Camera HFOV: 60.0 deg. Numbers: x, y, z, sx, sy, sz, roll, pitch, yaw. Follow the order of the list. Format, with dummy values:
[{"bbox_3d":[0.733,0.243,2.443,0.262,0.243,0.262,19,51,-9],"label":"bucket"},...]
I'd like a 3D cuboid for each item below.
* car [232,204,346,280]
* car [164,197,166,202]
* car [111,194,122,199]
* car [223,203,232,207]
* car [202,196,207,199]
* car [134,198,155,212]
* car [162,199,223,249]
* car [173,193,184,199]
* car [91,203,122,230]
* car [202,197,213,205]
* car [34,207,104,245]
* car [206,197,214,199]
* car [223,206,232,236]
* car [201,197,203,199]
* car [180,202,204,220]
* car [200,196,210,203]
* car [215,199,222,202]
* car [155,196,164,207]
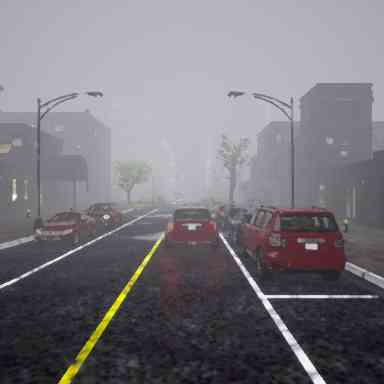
[{"bbox_3d":[2.699,1.315,9.902,2.192,1.841,5.009,1,0,0],"label":"car"},{"bbox_3d":[-5.812,1.468,61.098,1.967,1.590,4.097,0,0,0],"label":"car"},{"bbox_3d":[-19.997,1.212,84.537,4.507,1.381,1.887,1,-2,-1],"label":"car"},{"bbox_3d":[2.697,1.570,20.967,1.947,1.339,4.313,1,0,0],"label":"car"},{"bbox_3d":[2.798,1.568,45.652,2.008,1.369,4.403,0,0,0],"label":"car"},{"bbox_3d":[-5.752,1.538,39.043,1.752,1.417,4.829,1,0,0],"label":"car"},{"bbox_3d":[0.000,1.369,14.621,2.097,1.767,4.553,0,0,0],"label":"car"},{"bbox_3d":[-3.000,1.228,73.481,2.150,2.045,5.566,0,0,0],"label":"car"},{"bbox_3d":[-5.682,1.444,20.969,1.967,1.590,4.097,1,0,0],"label":"car"},{"bbox_3d":[2.827,1.611,62.198,1.802,1.307,4.206,0,0,0],"label":"car"},{"bbox_3d":[-5.684,1.584,15.436,1.802,1.307,4.206,1,0,0],"label":"car"},{"bbox_3d":[2.758,1.537,37.431,1.752,1.417,4.829,0,0,0],"label":"car"},{"bbox_3d":[2.697,1.568,15.434,1.947,1.339,4.313,1,0,0],"label":"car"},{"bbox_3d":[2.827,1.588,53.197,1.947,1.339,4.313,0,0,0],"label":"car"},{"bbox_3d":[0.000,1.625,29.681,1.895,1.301,4.718,0,0,0],"label":"car"},{"bbox_3d":[2.826,1.582,71.200,1.887,1.381,4.507,0,0,0],"label":"car"},{"bbox_3d":[2.704,1.551,26.194,1.887,1.381,4.507,0,0,0],"label":"car"},{"bbox_3d":[-5.806,1.571,50.279,2.008,1.369,4.403,1,0,0],"label":"car"}]
